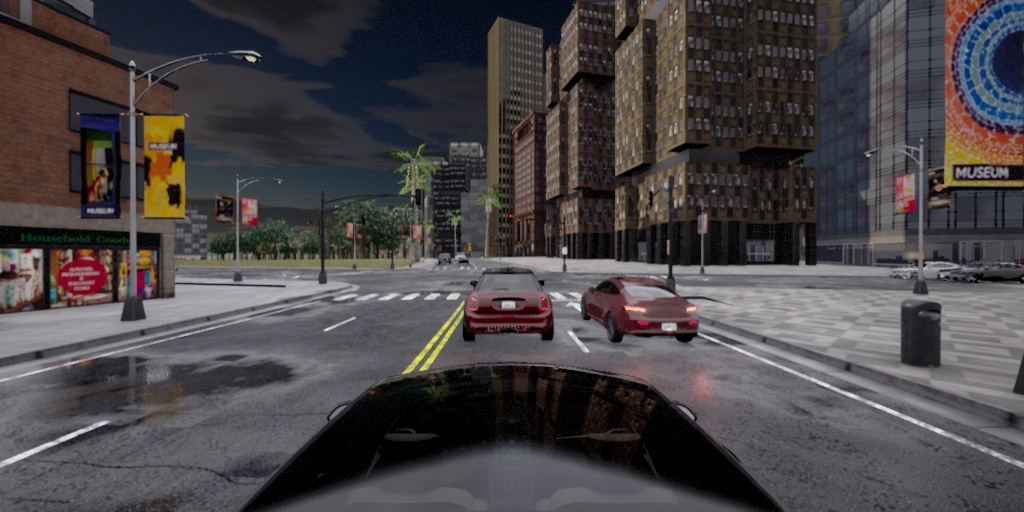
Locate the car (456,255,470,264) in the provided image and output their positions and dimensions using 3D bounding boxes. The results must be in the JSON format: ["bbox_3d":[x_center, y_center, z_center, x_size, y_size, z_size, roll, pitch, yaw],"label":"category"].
[{"bbox_3d":[-8.283,0.882,61.788,1.895,1.301,4.718,0,1,-9],"label":"car"}]

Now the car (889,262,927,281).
[{"bbox_3d":[33.044,1.190,28.355,4.674,1.442,1.812,0,0,13],"label":"car"}]

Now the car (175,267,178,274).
[{"bbox_3d":[-34.160,1.111,33.915,4.892,1.490,1.837,0,0,13],"label":"car"}]

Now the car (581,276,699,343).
[{"bbox_3d":[3.137,1.268,9.578,1.812,1.442,4.674,0,0,-1],"label":"car"}]

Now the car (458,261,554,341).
[{"bbox_3d":[-0.122,1.094,10.014,2.097,1.767,4.553,0,0,-1],"label":"car"}]

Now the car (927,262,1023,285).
[{"bbox_3d":[33.112,1.172,24.998,4.902,1.511,2.128,0,0,13],"label":"car"}]

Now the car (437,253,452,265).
[{"bbox_3d":[-11.564,0.502,61.742,2.150,2.045,5.566,0,0,-9],"label":"car"}]
